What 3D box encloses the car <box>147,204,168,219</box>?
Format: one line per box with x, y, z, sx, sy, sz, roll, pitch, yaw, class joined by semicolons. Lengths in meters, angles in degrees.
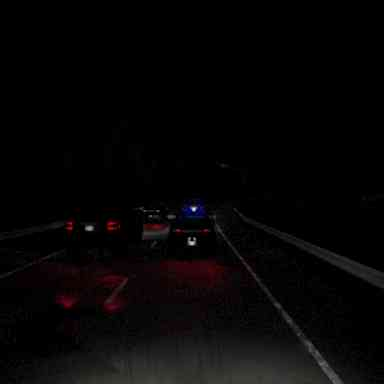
-3.211;1.769;29.216;2.128;1.511;4.902;0;0;3;car

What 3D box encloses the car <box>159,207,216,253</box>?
0.002;1.628;14.296;2.128;1.511;4.902;0;0;0;car

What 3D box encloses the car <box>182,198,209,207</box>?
0.266;1.489;28.793;2.150;2.045;5.566;0;0;3;car

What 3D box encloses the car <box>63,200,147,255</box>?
-3.502;1.350;14.031;2.150;2.045;5.566;0;0;0;car
